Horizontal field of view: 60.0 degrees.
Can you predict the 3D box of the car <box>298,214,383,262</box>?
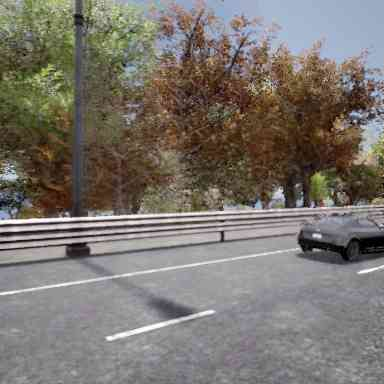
[{"bbox_3d":[5.873,1.538,12.264,4.181,1.385,1.994,3,0,-33],"label":"car"}]
